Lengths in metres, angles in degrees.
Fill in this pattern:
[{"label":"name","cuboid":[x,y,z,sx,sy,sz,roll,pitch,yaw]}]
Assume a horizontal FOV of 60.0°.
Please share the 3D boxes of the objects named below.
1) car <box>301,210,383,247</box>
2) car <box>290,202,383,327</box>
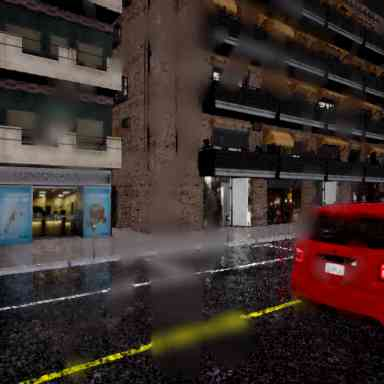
[{"label":"car","cuboid":[7.172,1.583,15.538,4.206,1.307,1.802,0,0,-35]},{"label":"car","cuboid":[4.302,1.224,6.502,5.566,2.045,2.150,0,0,-36]}]
